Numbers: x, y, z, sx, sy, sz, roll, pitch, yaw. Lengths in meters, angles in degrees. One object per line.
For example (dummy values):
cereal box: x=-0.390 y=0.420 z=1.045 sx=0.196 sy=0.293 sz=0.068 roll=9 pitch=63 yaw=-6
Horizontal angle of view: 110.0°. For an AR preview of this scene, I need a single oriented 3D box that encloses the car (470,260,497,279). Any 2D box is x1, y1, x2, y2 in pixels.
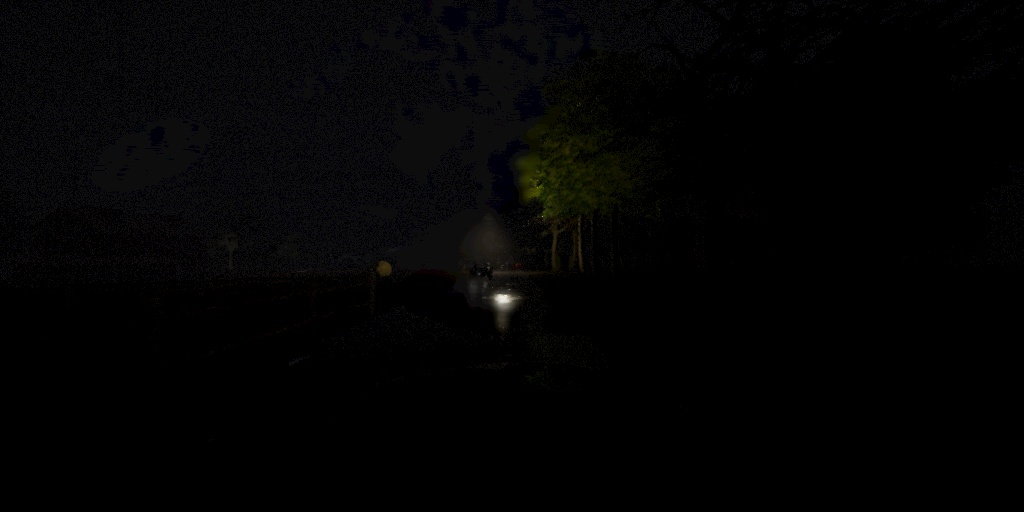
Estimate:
car: x=-2.839 y=1.398 z=34.434 sx=2.128 sy=1.511 sz=4.902 roll=0 pitch=-1 yaw=0
